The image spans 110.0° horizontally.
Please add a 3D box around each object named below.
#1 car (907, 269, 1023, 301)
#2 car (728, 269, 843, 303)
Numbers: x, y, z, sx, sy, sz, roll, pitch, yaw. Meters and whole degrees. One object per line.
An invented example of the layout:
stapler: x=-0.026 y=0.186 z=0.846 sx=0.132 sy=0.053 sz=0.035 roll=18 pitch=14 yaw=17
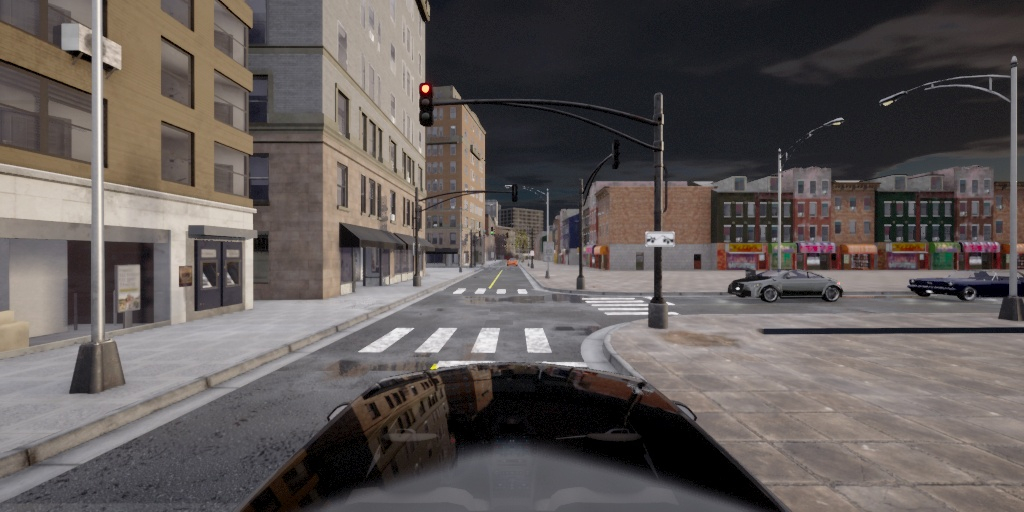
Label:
car: x=20.822 y=1.265 z=16.007 sx=4.718 sy=1.301 sz=1.895 roll=0 pitch=0 yaw=0
car: x=12.036 y=1.261 z=15.957 sx=4.181 sy=1.385 sz=1.994 roll=0 pitch=0 yaw=0
